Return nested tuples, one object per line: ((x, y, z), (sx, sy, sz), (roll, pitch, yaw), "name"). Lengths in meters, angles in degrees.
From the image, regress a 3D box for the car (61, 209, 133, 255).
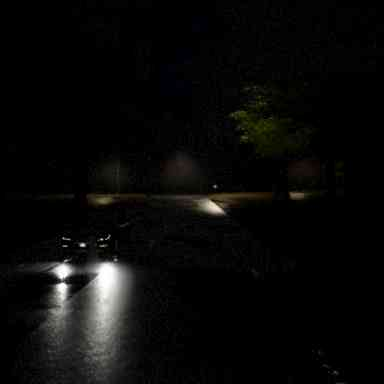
((-3.591, 1.486, 13.346), (1.837, 1.490, 4.892), (0, 0, 0), "car")
